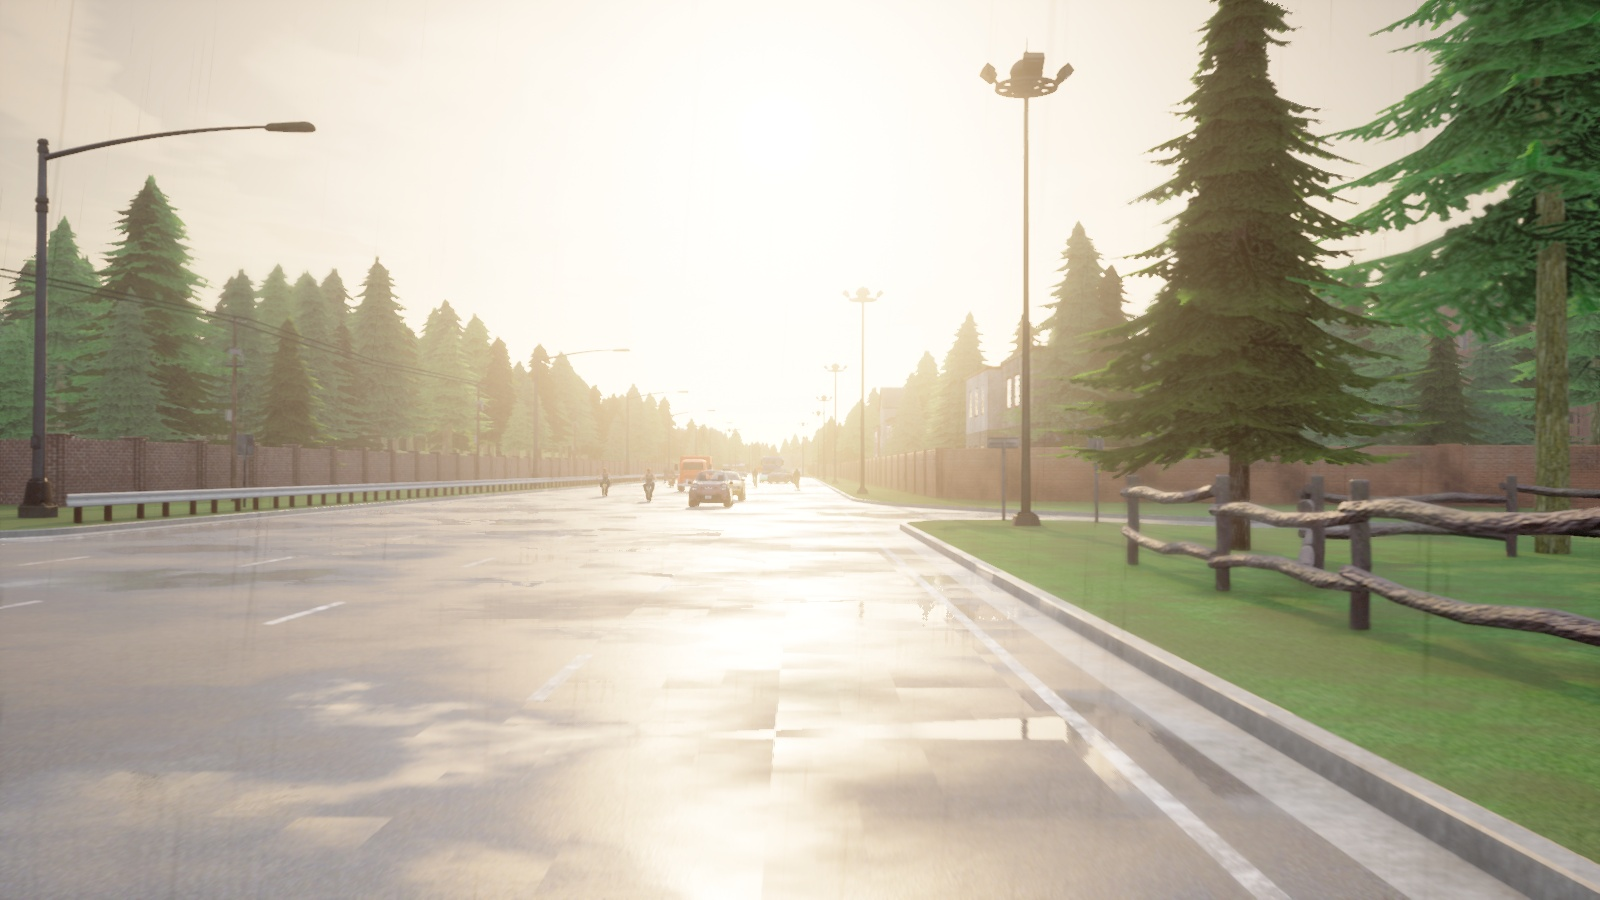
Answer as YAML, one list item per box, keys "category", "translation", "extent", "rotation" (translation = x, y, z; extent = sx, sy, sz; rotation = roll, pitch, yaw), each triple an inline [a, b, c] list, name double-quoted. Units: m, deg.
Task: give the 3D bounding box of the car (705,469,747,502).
- category: "car"
  translation: [-3.652, 1.736, 62.609]
  extent: [1.801, 1.575, 5.366]
  rotation: [0, -1, 0]

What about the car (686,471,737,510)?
- category: "car"
  translation: [-3.625, 1.642, 51.699]
  extent: [1.845, 1.501, 3.633]
  rotation: [0, -1, 0]

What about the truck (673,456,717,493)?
- category: "truck"
  translation: [-7.213, 1.703, 87.042]
  extent: [2.627, 2.467, 5.204]
  rotation: [0, -1, 0]
